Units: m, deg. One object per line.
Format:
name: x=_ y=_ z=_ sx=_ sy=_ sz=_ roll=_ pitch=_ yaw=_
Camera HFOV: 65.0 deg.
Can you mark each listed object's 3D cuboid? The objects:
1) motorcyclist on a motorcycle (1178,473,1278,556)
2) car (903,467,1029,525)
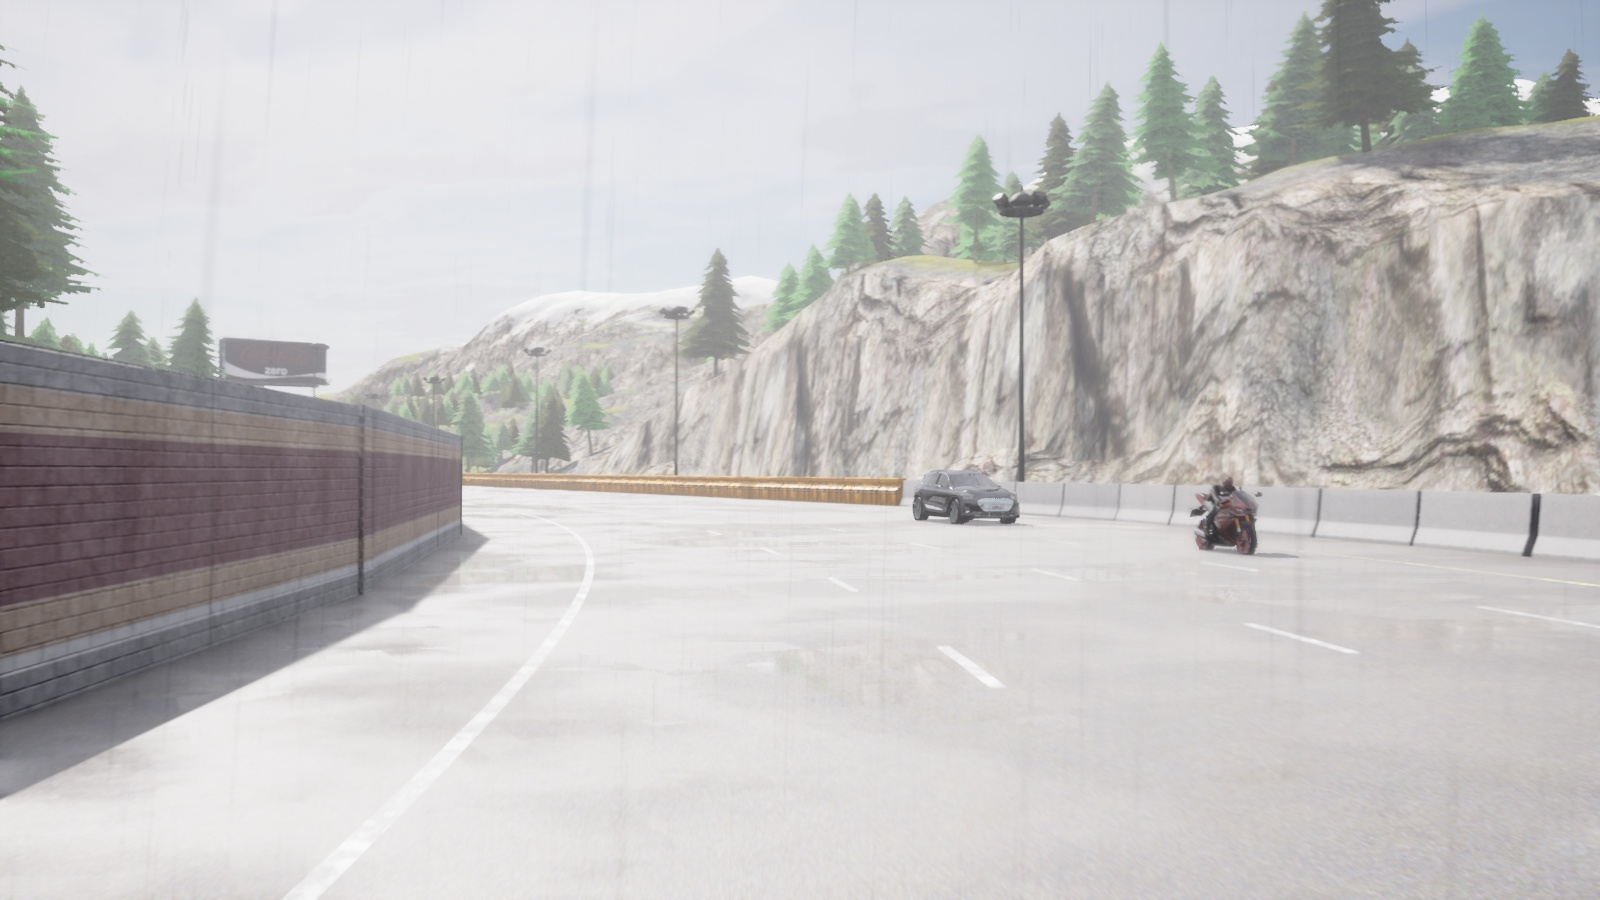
motorcyclist on a motorcycle: x=8.312 y=1.223 z=24.498 sx=0.866 sy=1.530 sz=2.191 roll=0 pitch=-1 yaw=-10
car: x=5.014 y=1.370 z=38.691 sx=2.033 sy=1.649 sz=4.856 roll=0 pitch=-1 yaw=-16
